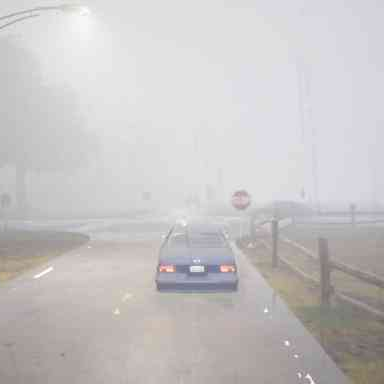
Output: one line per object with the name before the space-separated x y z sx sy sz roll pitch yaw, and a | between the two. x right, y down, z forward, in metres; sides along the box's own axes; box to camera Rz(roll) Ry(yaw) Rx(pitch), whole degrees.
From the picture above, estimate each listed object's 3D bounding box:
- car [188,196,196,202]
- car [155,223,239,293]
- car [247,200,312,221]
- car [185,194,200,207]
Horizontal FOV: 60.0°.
car | -0.012 1.764 80.416 1.994 1.385 4.181 0 0 0
car | 0.095 1.549 8.999 2.033 1.411 5.357 0 0 0
car | 6.722 1.411 25.736 4.892 1.490 1.837 0 1 0
car | 0.096 1.298 54.247 2.150 2.045 5.566 0 0 0
